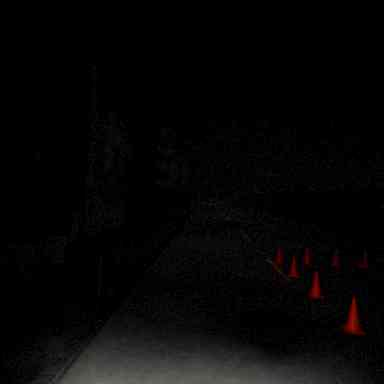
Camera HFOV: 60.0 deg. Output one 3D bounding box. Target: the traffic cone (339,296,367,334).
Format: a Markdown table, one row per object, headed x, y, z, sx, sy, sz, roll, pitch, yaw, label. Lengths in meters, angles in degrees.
| x | y | z | sx | sy | sz | roll | pitch | yaw | label |
| --- | --- | --- | --- | --- | --- | --- | --- | --- | --- |
| 2.851 | 2.143 | 5.873 | 0.340 | 0.580 | 0.340 | 2 | -1 | 2 | traffic cone |

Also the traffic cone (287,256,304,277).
| x | y | z | sx | sy | sz | roll | pitch | yaw | label |
| --- | --- | --- | --- | --- | --- | --- | --- | --- | --- |
| 3.019 | 2.193 | 9.870 | 0.340 | 0.580 | 0.340 | 2 | -1 | 2 | traffic cone |

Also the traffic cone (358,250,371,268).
| x | y | z | sx | sy | sz | roll | pitch | yaw | label |
| --- | --- | --- | --- | --- | --- | --- | --- | --- | --- |
| 6.098 | 2.348 | 11.740 | 0.340 | 0.580 | 0.340 | 2 | -1 | 2 | traffic cone |

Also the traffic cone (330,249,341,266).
| x | y | z | sx | sy | sz | roll | pitch | yaw | label |
| --- | --- | --- | --- | --- | --- | --- | --- | --- | --- |
| 5.099 | 2.304 | 11.782 | 0.340 | 0.580 | 0.340 | 2 | -1 | 2 | traffic cone |

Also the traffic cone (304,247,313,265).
| x | y | z | sx | sy | sz | roll | pitch | yaw | label |
| --- | --- | --- | --- | --- | --- | --- | --- | --- | --- |
| 4.101 | 2.261 | 11.825 | 0.340 | 0.580 | 0.340 | 2 | -1 | 2 | traffic cone |

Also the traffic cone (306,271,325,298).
| x | y | z | sx | sy | sz | roll | pitch | yaw | label |
| --- | --- | --- | --- | --- | --- | --- | --- | --- | --- |
| 2.935 | 2.168 | 7.871 | 0.340 | 0.580 | 0.340 | 2 | -1 | 2 | traffic cone |

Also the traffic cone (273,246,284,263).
| x | y | z | sx | sy | sz | roll | pitch | yaw | label |
| --- | --- | --- | --- | --- | --- | --- | --- | --- | --- |
| 3.103 | 2.217 | 11.868 | 0.340 | 0.580 | 0.340 | 2 | -1 | 2 | traffic cone |
